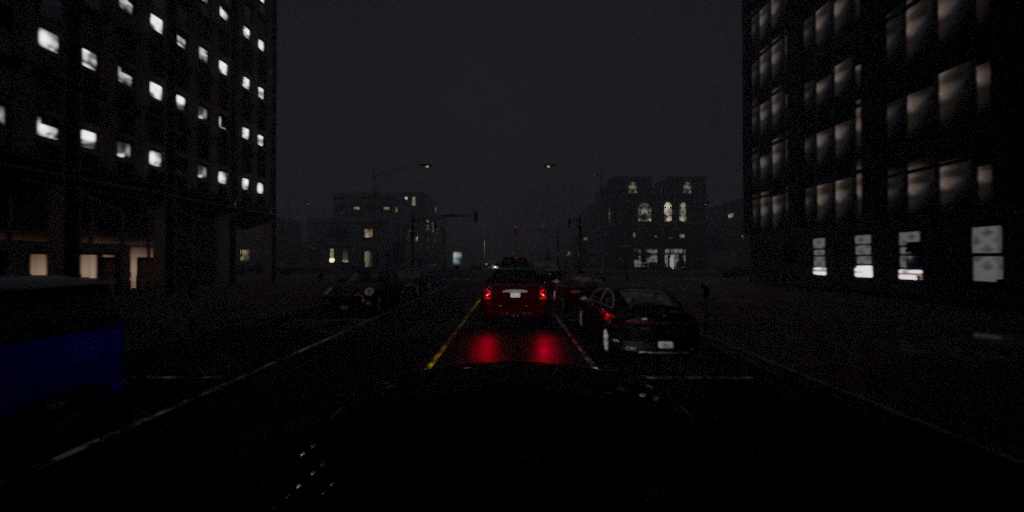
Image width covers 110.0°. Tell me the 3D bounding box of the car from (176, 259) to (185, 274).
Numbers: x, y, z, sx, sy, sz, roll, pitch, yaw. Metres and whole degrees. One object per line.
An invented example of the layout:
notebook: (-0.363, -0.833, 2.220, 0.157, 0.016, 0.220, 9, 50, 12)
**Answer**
car: (-36.497, 1.277, 38.097, 4.403, 1.370, 2.007, 0, 0, 1)

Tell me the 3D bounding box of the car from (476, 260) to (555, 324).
car: (0.096, 1.147, 12.349, 2.097, 1.767, 4.553, 0, 0, 0)

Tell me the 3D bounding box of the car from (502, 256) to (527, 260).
car: (0.115, 1.065, 24.854, 2.150, 2.045, 5.566, 0, -1, -1)

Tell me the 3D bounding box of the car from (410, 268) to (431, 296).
car: (-5.695, 1.376, 19.854, 2.007, 1.370, 4.403, 0, 0, 0)

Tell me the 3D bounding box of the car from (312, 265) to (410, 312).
car: (-5.694, 1.241, 14.162, 1.967, 1.591, 4.097, 0, 0, 0)

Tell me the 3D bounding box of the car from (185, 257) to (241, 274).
car: (-30.960, 1.064, 38.012, 5.009, 1.841, 2.192, 0, 0, 1)

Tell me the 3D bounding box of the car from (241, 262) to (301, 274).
car: (-25.424, 1.323, 37.928, 4.403, 1.370, 2.007, 0, 0, 1)

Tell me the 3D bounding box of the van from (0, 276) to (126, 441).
van: (-5.692, 1.095, 2.778, 1.690, 1.789, 3.998, 0, 0, 0)

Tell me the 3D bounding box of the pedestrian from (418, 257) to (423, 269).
pedestrian: (-12.563, 1.077, 49.069, 0.375, 1.860, 0.375, 0, -1, 1)

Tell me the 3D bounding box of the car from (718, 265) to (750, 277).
car: (23.634, 1.579, 37.147, 4.207, 1.307, 1.802, 0, 0, 1)

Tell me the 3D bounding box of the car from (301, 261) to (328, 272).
car: (-25.464, 1.378, 46.310, 4.829, 1.417, 1.751, 0, 0, 1)

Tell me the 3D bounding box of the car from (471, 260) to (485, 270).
car: (-5.703, 1.566, 57.932, 1.802, 1.307, 4.207, 0, 0, 0)

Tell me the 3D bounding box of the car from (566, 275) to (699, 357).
car: (2.688, 1.329, 8.455, 2.007, 1.370, 4.403, 0, 0, 0)

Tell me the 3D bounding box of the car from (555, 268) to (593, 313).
car: (2.687, 1.347, 14.147, 1.888, 1.381, 4.507, 0, 0, 0)
